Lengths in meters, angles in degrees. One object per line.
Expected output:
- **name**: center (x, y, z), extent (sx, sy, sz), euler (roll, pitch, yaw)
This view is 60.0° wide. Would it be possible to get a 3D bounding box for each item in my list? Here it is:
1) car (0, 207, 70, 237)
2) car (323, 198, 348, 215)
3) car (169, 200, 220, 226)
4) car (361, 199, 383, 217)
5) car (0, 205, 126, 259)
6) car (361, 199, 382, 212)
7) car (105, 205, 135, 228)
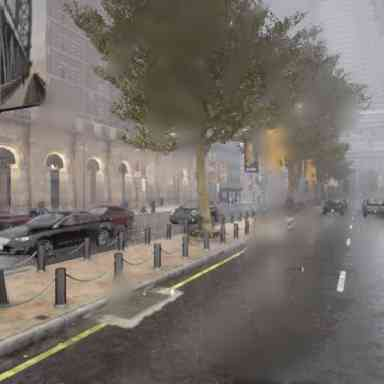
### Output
- **car**: center (-9.456, 1.595, 18.837), extent (1.895, 1.301, 4.718), euler (0, 0, 26)
- **car**: center (14.367, 1.502, 33.544), extent (1.837, 1.490, 4.892), euler (0, 0, 27)
- **car**: center (0.259, 1.351, 23.421), extent (2.097, 1.767, 4.553), euler (0, 0, 27)
- **car**: center (16.964, 1.489, 30.923), extent (2.128, 1.511, 4.902), euler (0, 0, 27)
- **car**: center (-5.040, 1.492, 12.781), extent (2.128, 1.511, 4.902), euler (0, 0, 26)
- **car**: center (21.298, 1.545, 39.649), extent (2.033, 1.411, 5.357), euler (0, 0, 27)
- **car**: center (-5.297, 1.525, 20.066), extent (1.812, 1.442, 4.674), euler (0, 0, 27)
